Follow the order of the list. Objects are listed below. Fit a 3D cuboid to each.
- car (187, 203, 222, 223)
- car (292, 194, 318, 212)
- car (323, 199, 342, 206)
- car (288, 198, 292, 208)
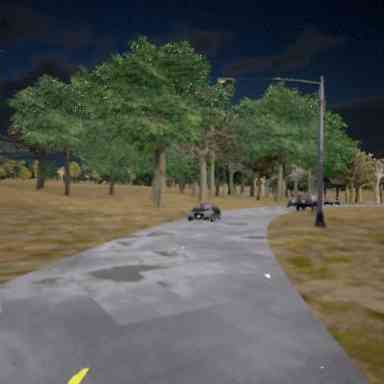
[{"bbox_3d":[1.047,1.594,26.270,1.994,1.385,4.181,1,0,17],"label":"car"},{"bbox_3d":[15.315,1.342,44.032,2.150,2.045,5.566,1,0,30],"label":"car"},{"bbox_3d":[27.794,2.095,65.698,4.718,1.301,1.895,2,0,-42],"label":"car"},{"bbox_3d":[17.369,1.676,54.100,2.097,1.767,4.553,2,0,40],"label":"car"}]
